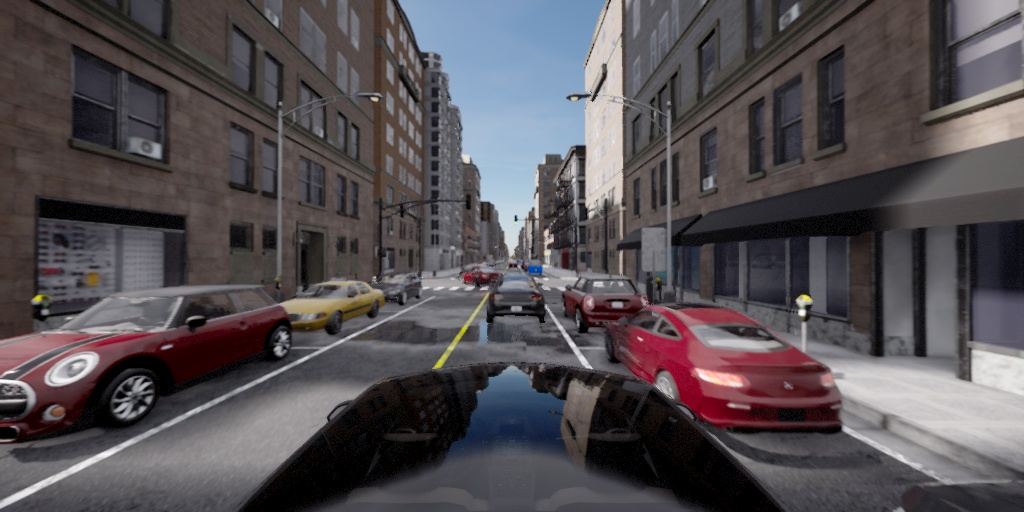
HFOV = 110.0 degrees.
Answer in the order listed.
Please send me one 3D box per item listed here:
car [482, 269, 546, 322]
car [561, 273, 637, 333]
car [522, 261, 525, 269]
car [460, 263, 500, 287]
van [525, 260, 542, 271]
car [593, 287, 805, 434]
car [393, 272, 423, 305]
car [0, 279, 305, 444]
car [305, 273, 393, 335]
[{"bbox_3d":[0.134,1.365,12.572,1.812,1.442,4.674,0,0,0],"label":"car"},{"bbox_3d":[2.666,1.266,10.971,1.967,1.591,4.097,0,0,0],"label":"car"},{"bbox_3d":[2.816,1.767,54.931,1.802,1.307,4.207,0,0,0],"label":"car"},{"bbox_3d":[-2.318,1.473,26.412,1.812,1.442,4.674,1,0,-26],"label":"car"},{"bbox_3d":[2.777,1.433,43.569,1.690,1.789,3.998,0,0,0],"label":"van"},{"bbox_3d":[2.647,1.363,5.452,1.802,1.307,4.207,0,0,0],"label":"car"},{"bbox_3d":[-5.340,1.421,16.508,2.007,1.370,4.403,0,0,0],"label":"car"},{"bbox_3d":[-5.378,1.219,5.472,1.967,1.591,4.097,0,0,0],"label":"car"},{"bbox_3d":[-5.360,1.350,10.819,1.751,1.417,4.829,0,0,0],"label":"car"}]
